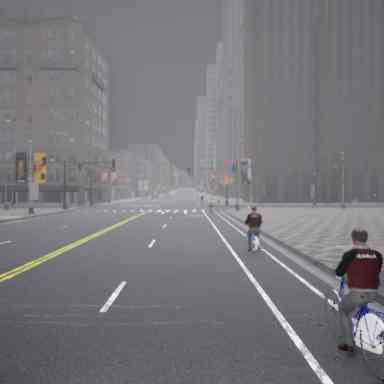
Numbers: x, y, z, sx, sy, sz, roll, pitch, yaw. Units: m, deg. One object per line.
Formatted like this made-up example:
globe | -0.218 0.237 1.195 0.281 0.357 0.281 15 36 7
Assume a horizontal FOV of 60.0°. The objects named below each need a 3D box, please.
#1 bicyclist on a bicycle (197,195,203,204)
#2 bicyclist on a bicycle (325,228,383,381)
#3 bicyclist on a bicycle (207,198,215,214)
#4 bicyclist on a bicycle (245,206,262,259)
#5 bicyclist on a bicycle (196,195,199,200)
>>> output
bicyclist on a bicycle | 1.777 1.414 59.804 0.659 1.776 1.843 0 0 0
bicyclist on a bicycle | 2.215 1.369 4.600 0.659 1.776 1.843 0 0 0
bicyclist on a bicycle | 1.979 1.445 34.450 0.866 1.612 1.509 0 0 0
bicyclist on a bicycle | 2.159 1.369 11.763 0.659 1.776 1.843 0 0 0
bicyclist on a bicycle | 1.518 1.519 92.477 0.866 1.612 1.509 0 0 0
